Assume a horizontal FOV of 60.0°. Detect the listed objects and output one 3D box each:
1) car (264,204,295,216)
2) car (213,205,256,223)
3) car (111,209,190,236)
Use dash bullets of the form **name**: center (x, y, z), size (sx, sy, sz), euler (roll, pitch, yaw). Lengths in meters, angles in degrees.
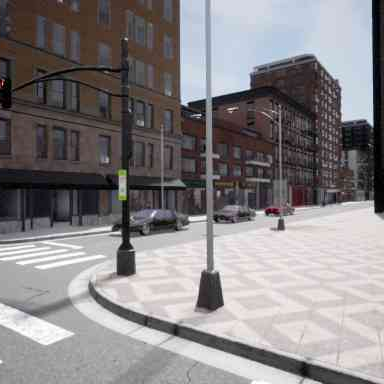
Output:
- **car**: center (9.653, 1.929, 36.522), size (1.895, 1.301, 4.718), euler (-1, -1, 36)
- **car**: center (3.643, 1.793, 28.191), size (2.033, 1.411, 5.357), euler (-1, -1, 35)
- **car**: center (-2.260, 1.708, 19.981), size (2.033, 1.411, 5.357), euler (-1, -1, 36)
